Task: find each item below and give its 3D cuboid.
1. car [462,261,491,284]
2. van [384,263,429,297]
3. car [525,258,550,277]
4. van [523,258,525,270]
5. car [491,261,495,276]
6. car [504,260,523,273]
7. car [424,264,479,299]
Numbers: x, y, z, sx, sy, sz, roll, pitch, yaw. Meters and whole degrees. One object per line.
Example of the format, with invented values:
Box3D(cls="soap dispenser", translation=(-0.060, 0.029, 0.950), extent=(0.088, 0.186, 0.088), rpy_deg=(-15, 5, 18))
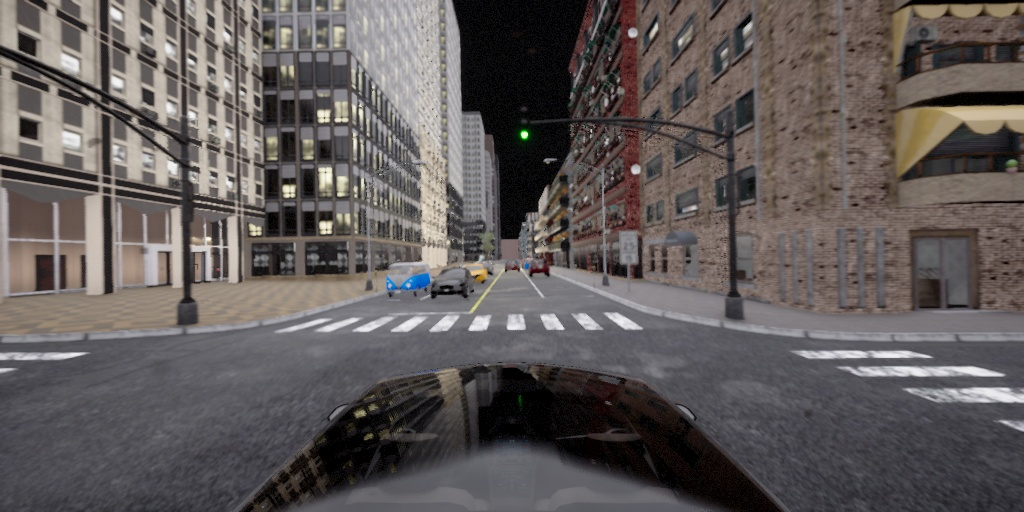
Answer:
Box3D(cls="car", translation=(-3.061, 1.397, 29.283), extent=(1.882, 1.535, 5.008), rpy_deg=(-1, 0, 0))
Box3D(cls="van", translation=(-5.668, 1.267, 19.954), extent=(1.690, 1.789, 3.998), rpy_deg=(0, 0, 0))
Box3D(cls="car", translation=(2.736, 1.152, 36.596), extent=(2.192, 1.841, 5.009), rpy_deg=(0, 0, 0))
Box3D(cls="van", translation=(2.761, 1.265, 53.248), extent=(1.690, 1.789, 3.998), rpy_deg=(0, 0, 0))
Box3D(cls="car", translation=(-3.028, 1.527, 41.150), extent=(2.033, 1.411, 5.357), rpy_deg=(-1, 0, 1))
Box3D(cls="car", translation=(0.049, 1.312, 49.381), extent=(2.097, 1.767, 4.553), rpy_deg=(-1, 0, 0))
Box3D(cls="car", translation=(-3.080, 1.374, 19.304), extent=(1.837, 1.490, 4.892), rpy_deg=(-1, 0, 0))
